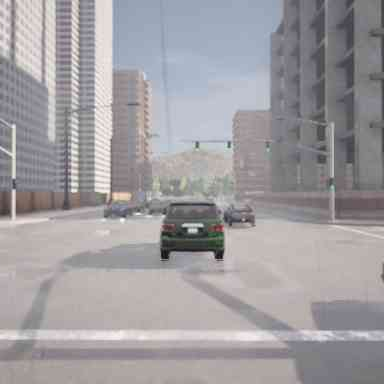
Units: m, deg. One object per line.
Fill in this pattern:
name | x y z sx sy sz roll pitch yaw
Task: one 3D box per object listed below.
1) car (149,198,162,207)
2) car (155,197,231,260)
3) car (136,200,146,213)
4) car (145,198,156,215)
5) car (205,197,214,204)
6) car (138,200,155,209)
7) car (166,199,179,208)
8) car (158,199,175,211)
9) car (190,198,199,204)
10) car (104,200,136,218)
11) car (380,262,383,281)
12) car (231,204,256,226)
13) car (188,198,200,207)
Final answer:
car | -6.708 1.909 61.641 1.837 1.490 4.892 0 0 1
car | 0.002 1.306 12.928 2.150 2.045 5.566 0 -1 0
car | -7.114 1.781 41.982 1.837 1.490 4.892 0 0 1
car | -3.690 1.750 37.337 1.837 1.490 4.892 0 0 1
car | 4.012 1.990 74.942 1.837 1.490 4.892 0 0 1
car | -6.906 1.938 51.321 1.895 1.301 4.718 0 0 1
car | -3.293 1.934 56.479 1.994 1.385 4.181 0 0 1
car | -3.513 1.811 46.716 1.837 1.490 4.892 0 0 1
car | 0.513 2.086 75.028 1.895 1.301 4.718 0 0 1
car | -7.251 1.570 33.083 2.097 1.767 4.553 0 0 1
car | 4.400 1.632 4.754 1.895 1.301 4.718 0 0 12
car | 3.418 1.652 24.502 2.128 1.511 4.902 0 0 0
car | 0.411 1.902 62.594 2.128 1.511 4.902 0 0 1
